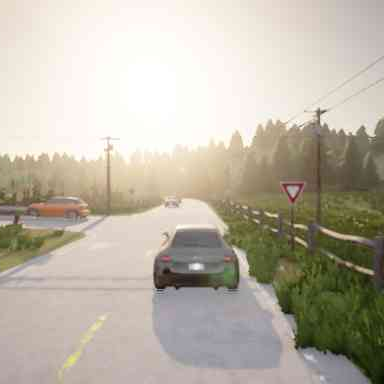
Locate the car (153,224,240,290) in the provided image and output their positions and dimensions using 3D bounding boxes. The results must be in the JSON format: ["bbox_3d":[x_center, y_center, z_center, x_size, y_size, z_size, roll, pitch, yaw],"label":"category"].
[{"bbox_3d":[0.108,1.548,9.031,1.994,1.385,4.181,0,0,0],"label":"car"}]

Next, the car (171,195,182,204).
[{"bbox_3d":[-2.863,1.369,63.459,1.882,1.535,5.008,0,1,-1],"label":"car"}]

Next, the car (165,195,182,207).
[{"bbox_3d":[-2.874,1.408,48.022,2.128,1.511,4.902,0,0,0],"label":"car"}]

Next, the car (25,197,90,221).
[{"bbox_3d":[-10.254,1.181,25.464,4.553,1.767,2.097,1,0,5],"label":"car"}]
